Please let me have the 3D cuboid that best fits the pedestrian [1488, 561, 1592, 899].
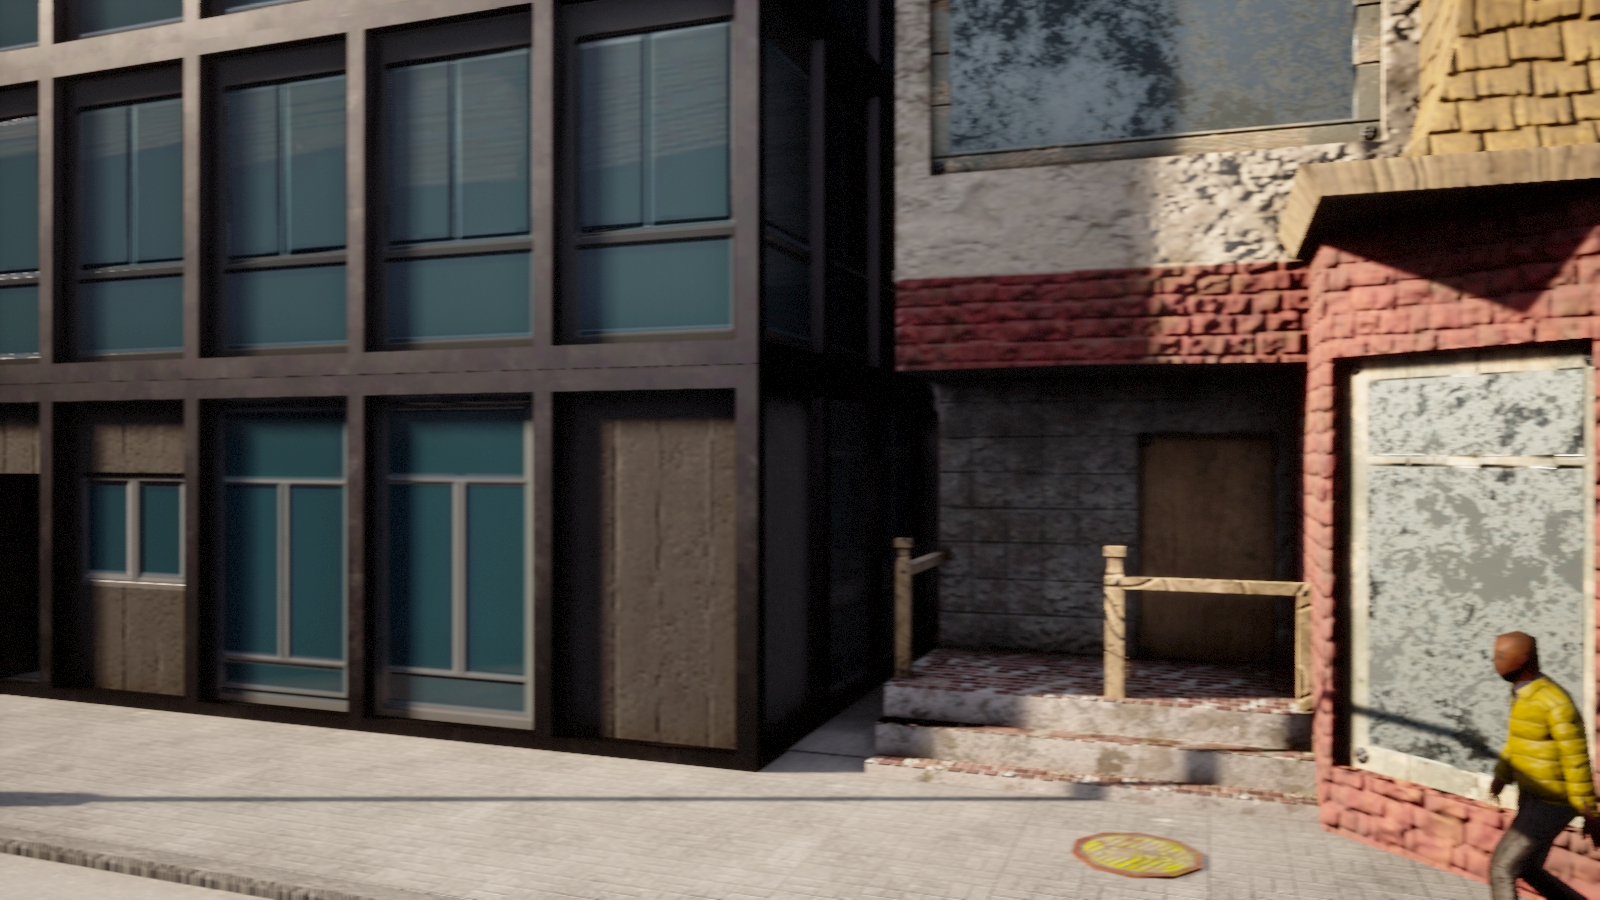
[{"bbox_3d":[3.786,1.523,5.862,0.375,1.860,0.375,0,0,21],"label":"pedestrian"}]
